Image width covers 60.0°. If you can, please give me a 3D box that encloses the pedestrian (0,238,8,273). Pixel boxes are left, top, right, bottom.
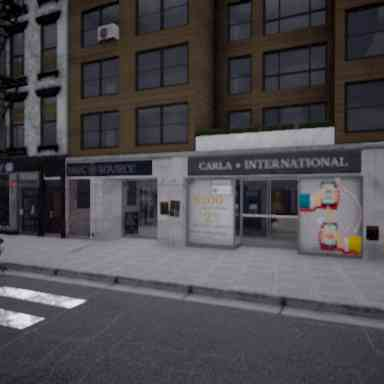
[{"bbox_3d":[-5.273,1.580,9.037,0.375,1.300,0.375,0,1,24],"label":"pedestrian"}]
